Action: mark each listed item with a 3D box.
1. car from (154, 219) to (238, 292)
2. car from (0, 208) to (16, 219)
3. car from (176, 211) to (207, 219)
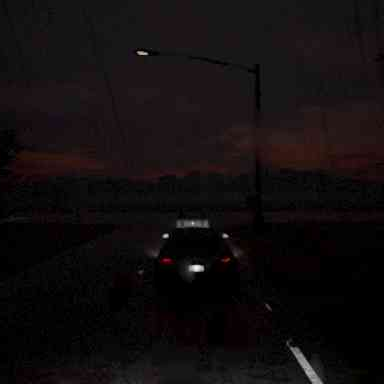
[{"bbox_3d":[0.102,1.659,9.256,1.994,1.385,4.181,0,-1,0],"label":"car"},{"bbox_3d":[-21.388,2.130,34.756,5.357,1.411,2.033,0,2,3],"label":"car"},{"bbox_3d":[-0.045,1.818,20.921,1.895,1.301,4.718,0,-1,-2],"label":"car"}]
